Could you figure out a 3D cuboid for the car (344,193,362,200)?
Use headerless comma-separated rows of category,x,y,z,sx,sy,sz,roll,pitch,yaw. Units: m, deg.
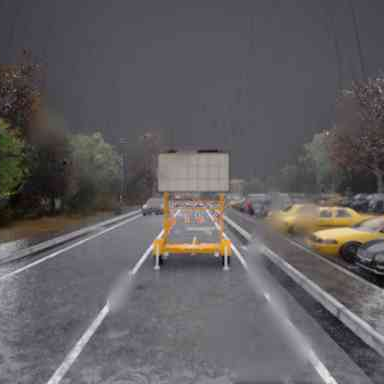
car,20.140,1.140,36.224,5.566,2.045,2.435,0,0,0

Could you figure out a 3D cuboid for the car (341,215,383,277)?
car,6.890,1.507,8.656,4.892,1.521,2.231,0,0,0

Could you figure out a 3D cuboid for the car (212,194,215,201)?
car,7.345,1.147,66.943,5.566,2.045,2.435,0,0,0

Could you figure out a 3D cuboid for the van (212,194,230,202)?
van,7.578,1.470,86.357,4.442,1.987,1.878,0,-1,0

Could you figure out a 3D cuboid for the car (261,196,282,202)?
car,20.535,1.688,86.189,5.008,1.535,2.097,0,-1,0

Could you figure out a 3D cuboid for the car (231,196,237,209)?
car,7.061,1.427,36.406,4.792,1.488,2.163,0,0,0

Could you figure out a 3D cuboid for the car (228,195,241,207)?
car,7.081,1.427,39.182,4.792,1.488,2.163,0,0,0

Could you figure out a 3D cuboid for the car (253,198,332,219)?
car,6.981,1.407,22.525,4.892,1.521,2.231,0,0,0

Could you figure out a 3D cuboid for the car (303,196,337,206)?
car,20.290,1.431,52.844,4.674,1.452,2.002,0,0,0

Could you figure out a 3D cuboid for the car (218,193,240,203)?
car,7.007,1.395,50.288,5.366,1.575,1.946,0,0,0

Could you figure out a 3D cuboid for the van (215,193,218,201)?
van,7.179,1.172,64.168,4.442,1.987,1.878,0,0,0

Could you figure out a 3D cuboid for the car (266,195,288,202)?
car,20.492,1.598,80.524,4.892,1.521,2.231,0,-1,0

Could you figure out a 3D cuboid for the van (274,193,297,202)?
van,20.319,1.237,72.220,4.442,1.987,1.878,0,-1,0

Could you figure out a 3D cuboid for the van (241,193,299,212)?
van,7.165,1.171,30.853,4.442,1.987,1.878,0,0,0

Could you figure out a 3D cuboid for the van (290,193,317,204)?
van,20.471,1.166,61.280,4.442,1.987,1.878,0,0,0

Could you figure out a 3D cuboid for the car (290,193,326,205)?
car,20.306,1.140,58.510,5.566,2.045,2.435,0,0,0

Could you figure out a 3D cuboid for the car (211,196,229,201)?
car,7.484,1.781,89.129,4.674,1.452,2.002,0,-1,0

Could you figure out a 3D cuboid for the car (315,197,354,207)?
car,20.255,1.431,47.430,4.674,1.452,2.002,0,0,0

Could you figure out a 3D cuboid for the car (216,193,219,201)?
car,7.249,1.398,58.615,5.008,1.535,2.097,0,0,0

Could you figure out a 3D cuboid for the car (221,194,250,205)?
car,7.203,1.272,55.839,4.553,1.767,2.185,0,0,0

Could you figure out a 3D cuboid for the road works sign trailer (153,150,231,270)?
road works sign trailer,0.055,0.424,10.961,2.380,3.560,2.880,0,0,3

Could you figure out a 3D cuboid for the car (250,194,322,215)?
car,7.039,1.274,25.304,4.553,1.767,2.185,0,0,0

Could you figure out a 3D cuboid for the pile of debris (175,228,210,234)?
pile of debris,0.024,2.105,18.025,1.860,0.140,1.500,0,0,0

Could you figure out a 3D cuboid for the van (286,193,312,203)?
van,20.491,1.166,63.925,4.442,1.987,1.878,0,0,0

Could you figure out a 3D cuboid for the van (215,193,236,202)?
van,7.241,1.247,72.479,4.442,1.987,1.878,0,-1,0

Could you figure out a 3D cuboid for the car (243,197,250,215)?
car,7.057,1.427,28.077,4.792,1.488,2.163,0,0,0

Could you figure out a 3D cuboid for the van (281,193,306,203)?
van,20.279,1.166,66.829,4.442,1.987,1.878,0,0,0

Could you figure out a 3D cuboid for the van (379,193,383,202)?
van,20.244,1.165,30.683,4.442,1.987,1.878,0,0,0

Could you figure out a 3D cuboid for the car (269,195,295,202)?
car,20.272,1.505,74.985,5.366,1.575,1.946,0,-1,0

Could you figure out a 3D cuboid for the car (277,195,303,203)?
car,20.421,1.418,69.446,5.008,1.535,2.097,0,-1,0

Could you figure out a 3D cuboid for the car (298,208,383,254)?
car,6.719,1.479,11.433,5.366,1.575,1.946,0,1,0

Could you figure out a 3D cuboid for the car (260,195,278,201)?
car,20.528,1.605,88.837,4.553,1.767,2.185,0,-1,0

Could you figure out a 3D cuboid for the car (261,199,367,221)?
car,7.152,1.415,19.756,5.366,1.575,1.946,0,0,0

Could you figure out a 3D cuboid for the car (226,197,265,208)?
car,7.158,1.399,44.734,4.892,1.521,2.231,0,0,0

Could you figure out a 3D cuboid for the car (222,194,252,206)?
car,7.182,1.272,53.063,4.553,1.767,2.185,0,0,0

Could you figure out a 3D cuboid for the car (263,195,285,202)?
car,20.513,1.642,83.294,5.008,1.535,2.097,0,-1,0

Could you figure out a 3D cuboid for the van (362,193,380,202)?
van,20.031,1.165,33.455,4.442,1.987,1.878,0,0,0

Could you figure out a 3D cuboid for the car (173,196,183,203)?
car,-2.965,1.490,71.600,1.882,1.535,5.008,0,0,0

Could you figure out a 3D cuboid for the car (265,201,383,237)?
car,6.761,1.432,17.106,5.366,1.575,1.946,0,1,0

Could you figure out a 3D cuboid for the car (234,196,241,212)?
car,7.040,1.427,33.630,4.792,1.488,2.163,0,0,0

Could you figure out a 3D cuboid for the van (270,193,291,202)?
van,20.594,1.327,77.757,4.442,1.987,1.878,0,-1,0

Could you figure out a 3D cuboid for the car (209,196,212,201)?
car,7.446,1.651,83.578,5.008,1.535,2.097,0,-1,0

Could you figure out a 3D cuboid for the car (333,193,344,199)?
car,20.161,1.140,38.994,5.566,2.045,2.435,0,0,0

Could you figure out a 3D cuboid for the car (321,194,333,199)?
car,20.225,1.391,44.535,5.008,1.535,2.097,0,0,0

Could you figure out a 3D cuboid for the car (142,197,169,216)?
car,-3.289,1.265,30.706,2.097,1.767,4.553,0,0,0

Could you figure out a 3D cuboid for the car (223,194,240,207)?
car,6.946,1.395,41.960,5.366,1.575,1.946,0,0,0
